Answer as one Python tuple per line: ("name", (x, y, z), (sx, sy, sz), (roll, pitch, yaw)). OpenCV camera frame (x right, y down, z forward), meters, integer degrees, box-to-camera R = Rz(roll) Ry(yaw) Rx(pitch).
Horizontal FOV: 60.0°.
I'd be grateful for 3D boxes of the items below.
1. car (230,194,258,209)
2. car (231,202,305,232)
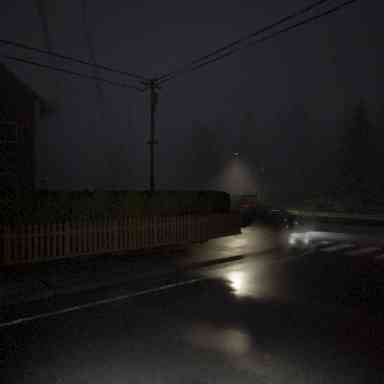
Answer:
("car", (3.181, 1.217, 27.983), (2.150, 2.045, 5.566), (0, 0, -40))
("car", (4.650, 1.560, 20.059), (1.994, 1.385, 4.181), (0, 0, -35))
